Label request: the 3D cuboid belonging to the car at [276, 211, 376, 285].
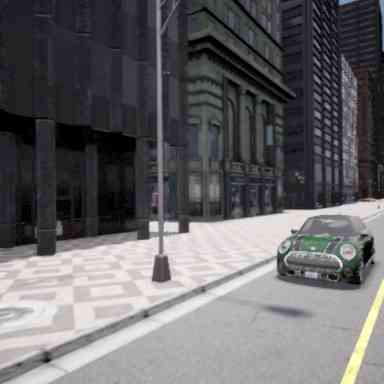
[{"bbox_3d":[4.224,1.497,10.148,2.097,1.767,4.553,-1,-1,34],"label":"car"}]
